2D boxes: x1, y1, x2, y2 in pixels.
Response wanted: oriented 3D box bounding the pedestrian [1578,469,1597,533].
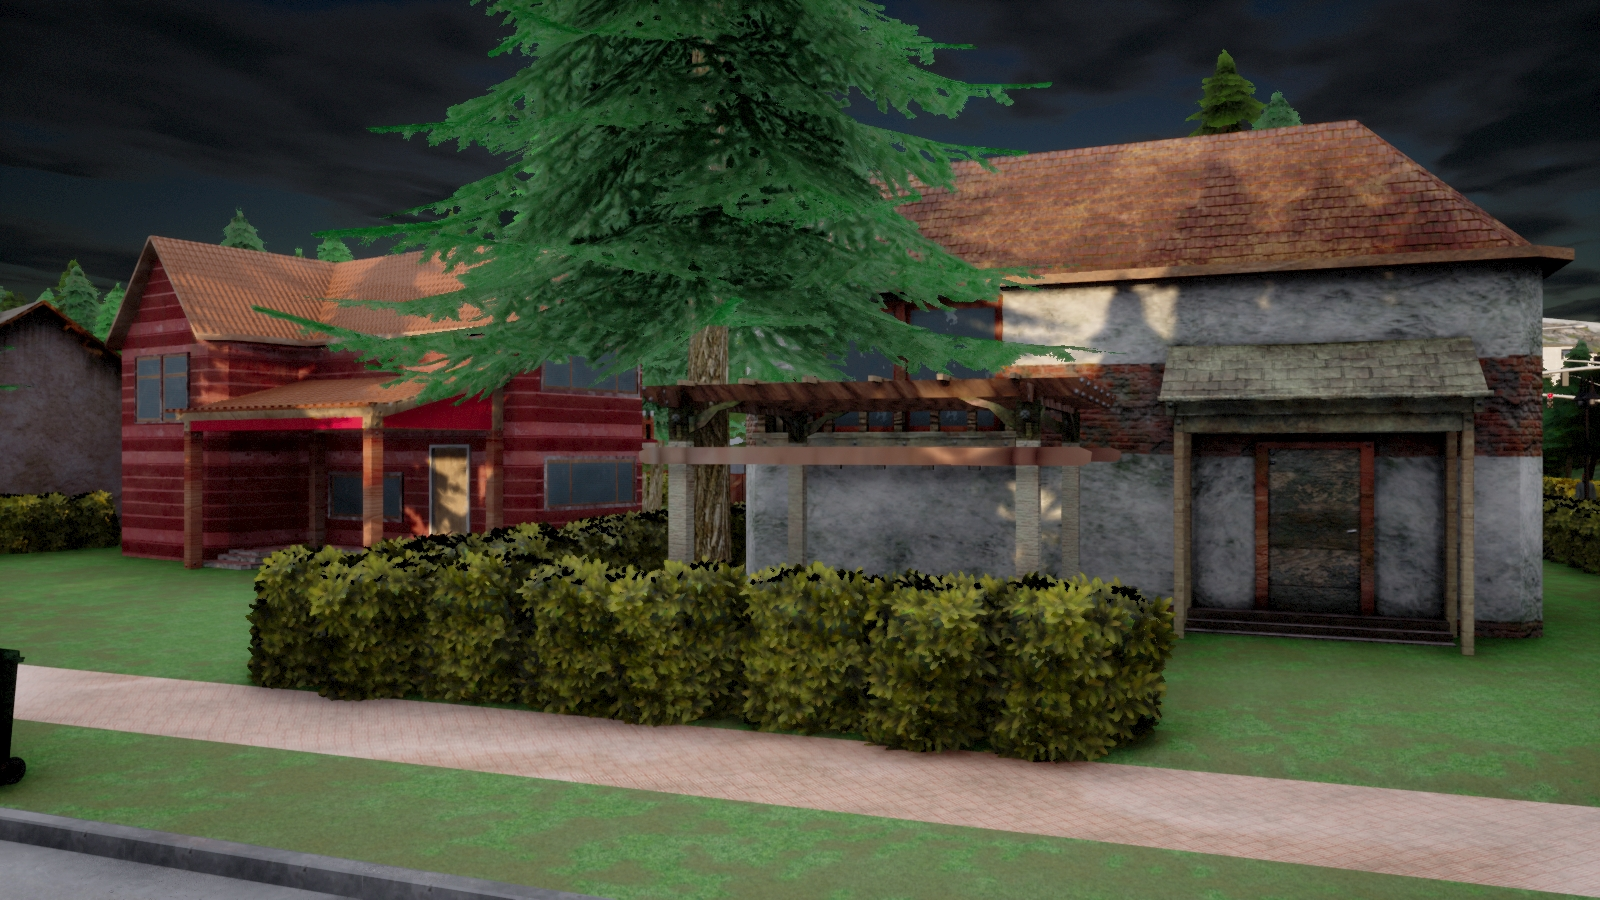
[{"bbox_3d":[23.128,1.501,33.567,0.375,1.860,0.375,0,0,20],"label":"pedestrian"}]
